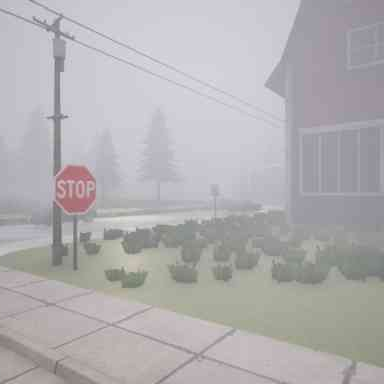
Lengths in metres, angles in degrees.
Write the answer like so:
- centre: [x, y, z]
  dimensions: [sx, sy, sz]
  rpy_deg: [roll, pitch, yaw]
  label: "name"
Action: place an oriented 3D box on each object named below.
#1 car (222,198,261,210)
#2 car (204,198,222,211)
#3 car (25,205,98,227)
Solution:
- centre: [5.798, 1.546, 36.517]
  dimensions: [2.033, 1.411, 5.357]
  rpy_deg: [0, 0, 36]
  label: "car"
- centre: [3.285, 1.503, 39.321]
  dimensions: [1.837, 1.490, 4.892]
  rpy_deg: [0, 0, 37]
  label: "car"
- centre: [-8.840, 1.491, 22.907]
  dimensions: [2.128, 1.511, 4.902]
  rpy_deg: [0, 0, 36]
  label: "car"
